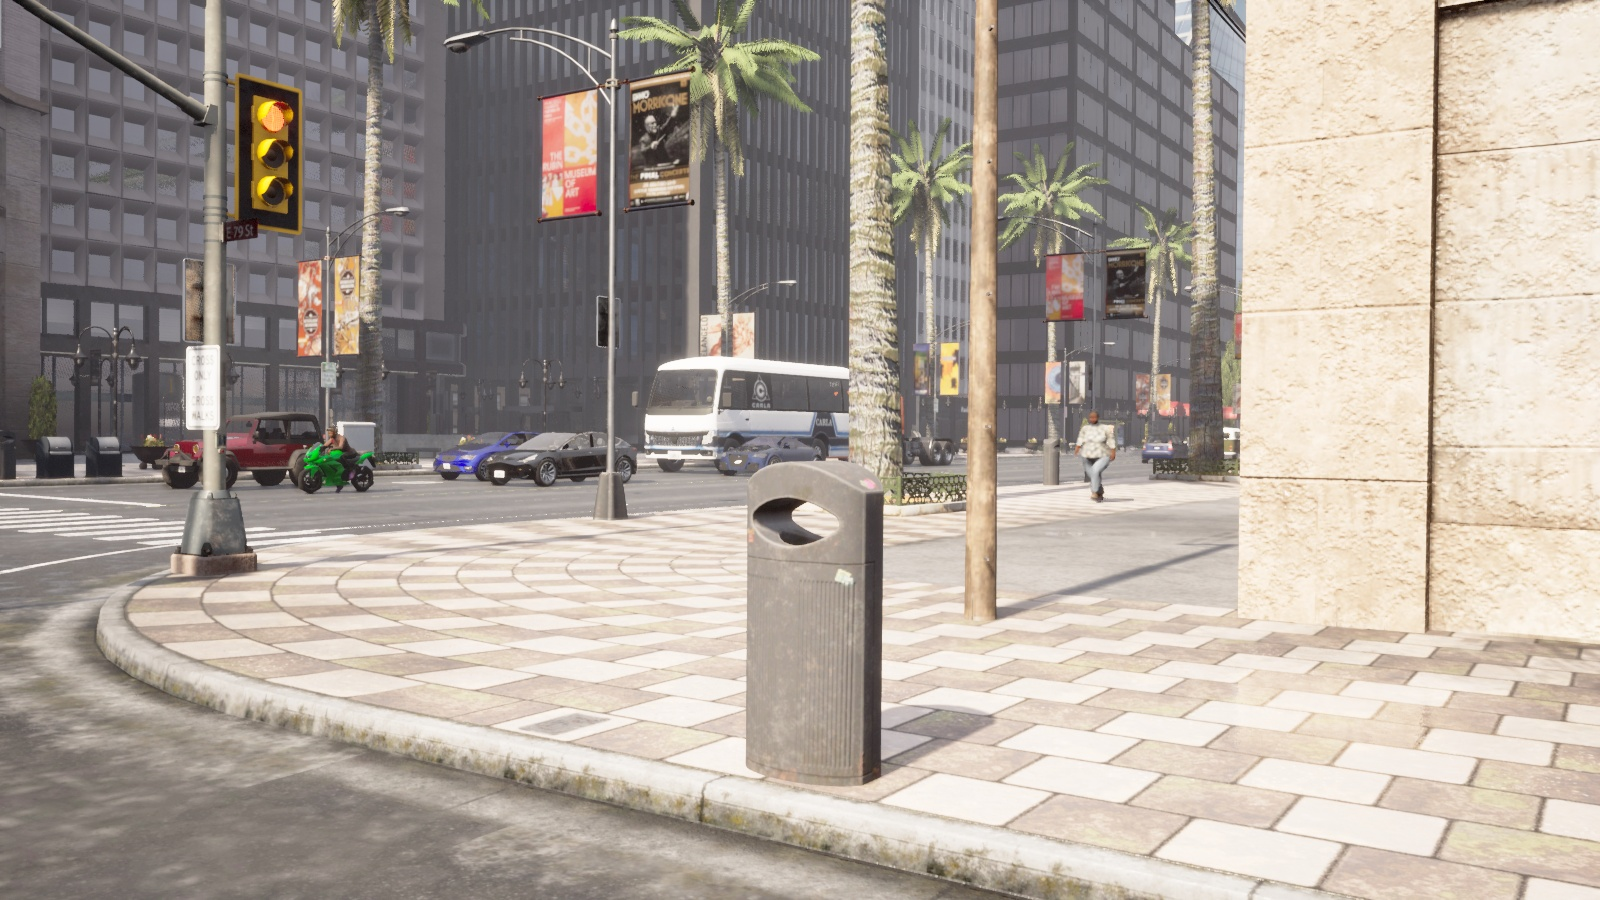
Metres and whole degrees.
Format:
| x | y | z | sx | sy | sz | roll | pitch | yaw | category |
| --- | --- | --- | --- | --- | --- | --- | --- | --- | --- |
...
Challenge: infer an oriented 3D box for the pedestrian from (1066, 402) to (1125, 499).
| x | y | z | sx | sy | sz | roll | pitch | yaw | category |
| --- | --- | --- | --- | --- | --- | --- | --- | --- | --- |
| 5.775 | 0.001 | 24.526 | 0.874 | 1.855 | 0.900 | 0 | 1 | 33 | pedestrian |

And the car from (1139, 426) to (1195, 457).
| x | y | z | sx | sy | sz | roll | pitch | yaw | category |
| --- | --- | --- | --- | --- | --- | --- | --- | --- | --- |
| 20.169 | -0.493 | 68.863 | 1.851 | 1.617 | 3.988 | 0 | 1 | 33 | car |

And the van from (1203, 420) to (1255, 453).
| x | y | z | sx | sy | sz | roll | pitch | yaw | category |
| --- | --- | --- | --- | --- | --- | --- | --- | --- | --- |
| 27.271 | -0.881 | 79.777 | 2.069 | 2.038 | 4.480 | 0 | 1 | 33 | van |

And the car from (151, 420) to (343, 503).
| x | y | z | sx | sy | sz | roll | pitch | yaw | category |
| --- | --- | --- | --- | --- | --- | --- | --- | --- | --- |
| -13.428 | 0.230 | 30.680 | 1.905 | 1.878 | 3.866 | 0 | 1 | 34 | car |

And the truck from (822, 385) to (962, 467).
| x | y | z | sx | sy | sz | roll | pitch | yaw | category |
| --- | --- | --- | --- | --- | --- | --- | --- | --- | --- |
| 4.364 | -1.074 | 57.412 | 2.891 | 3.462 | 7.936 | 0 | 1 | 33 | truck |

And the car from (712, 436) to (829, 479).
| x | y | z | sx | sy | sz | roll | pitch | yaw | category |
| --- | --- | --- | --- | --- | --- | --- | --- | --- | --- |
| -0.953 | 0.215 | 43.117 | 1.994 | 1.385 | 4.181 | 0 | 1 | 33 | car |

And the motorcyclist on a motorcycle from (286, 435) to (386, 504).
| x | y | z | sx | sy | sz | roll | pitch | yaw | category |
| --- | --- | --- | --- | --- | --- | --- | --- | --- | --- |
| -10.567 | 0.418 | 28.681 | 0.797 | 1.523 | 2.044 | 0 | 1 | 34 | motorcyclist on a motorcycle |

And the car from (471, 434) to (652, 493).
| x | y | z | sx | sy | sz | roll | pitch | yaw | category |
| --- | --- | --- | --- | --- | --- | --- | --- | --- | --- |
| -6.506 | 0.315 | 34.783 | 2.163 | 1.488 | 4.792 | 0 | 1 | 33 | car |

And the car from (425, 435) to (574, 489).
| x | y | z | sx | sy | sz | roll | pitch | yaw | category |
| --- | --- | --- | --- | --- | --- | --- | --- | --- | --- |
| -8.902 | 0.314 | 37.493 | 1.816 | 1.474 | 4.193 | 0 | 1 | 34 | car |

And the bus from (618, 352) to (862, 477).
| x | y | z | sx | sy | sz | roll | pitch | yaw | category |
| --- | --- | --- | --- | --- | --- | --- | --- | --- | --- |
| -1.975 | -1.281 | 47.871 | 3.944 | 4.253 | 10.273 | 0 | 1 | 34 | bus |
